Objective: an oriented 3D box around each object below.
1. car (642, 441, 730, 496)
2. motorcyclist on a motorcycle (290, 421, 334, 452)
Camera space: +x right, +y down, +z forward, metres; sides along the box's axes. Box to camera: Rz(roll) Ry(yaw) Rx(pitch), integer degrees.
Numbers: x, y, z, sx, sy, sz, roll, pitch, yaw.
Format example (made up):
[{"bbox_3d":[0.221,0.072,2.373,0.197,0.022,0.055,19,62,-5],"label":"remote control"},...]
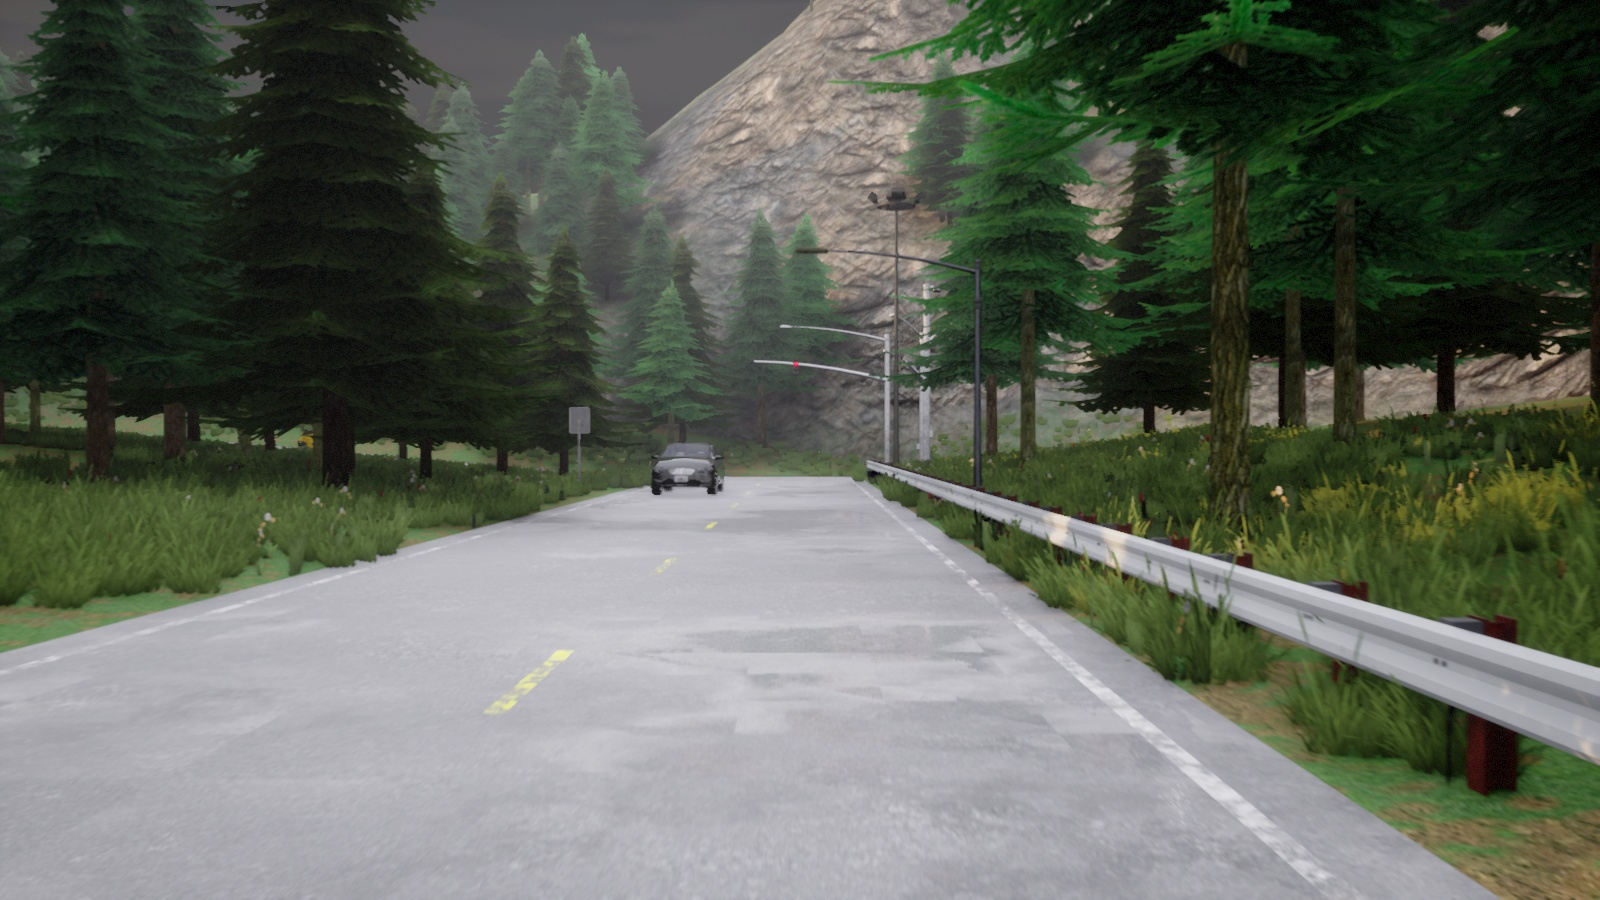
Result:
[{"bbox_3d":[-3.275,0.486,37.064,2.128,1.511,4.902,0,0,0],"label":"car"},{"bbox_3d":[-26.512,-0.746,68.204,2.044,1.523,0.797,5,1,13],"label":"motorcyclist on a motorcycle"}]
